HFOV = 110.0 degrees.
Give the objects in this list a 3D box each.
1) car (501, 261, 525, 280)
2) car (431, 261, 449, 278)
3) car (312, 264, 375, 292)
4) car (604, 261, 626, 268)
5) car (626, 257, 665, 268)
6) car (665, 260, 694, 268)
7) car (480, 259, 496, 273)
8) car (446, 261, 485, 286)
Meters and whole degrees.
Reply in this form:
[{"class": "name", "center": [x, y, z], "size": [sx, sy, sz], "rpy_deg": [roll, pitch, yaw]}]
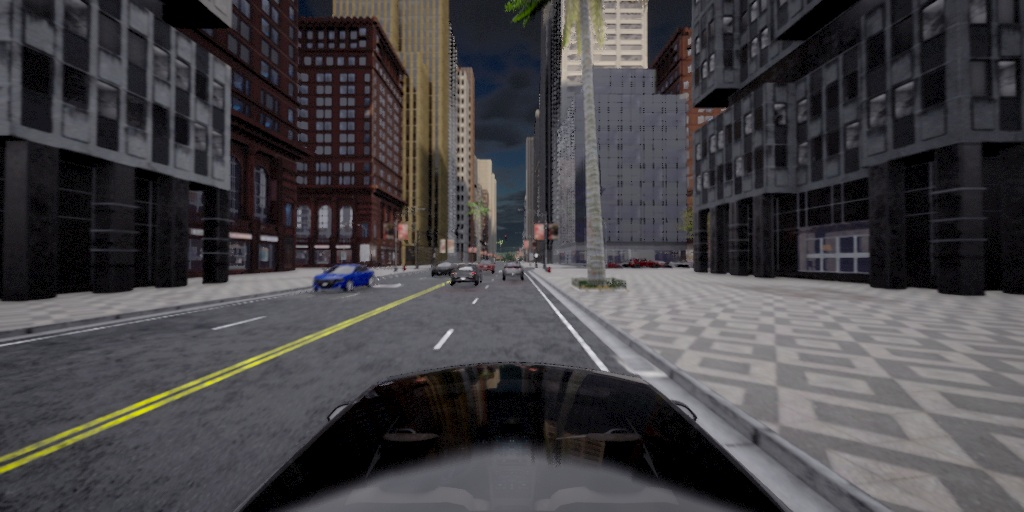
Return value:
[{"class": "car", "center": [0.096, 1.282, 31.443], "size": [2.128, 1.511, 4.902], "rpy_deg": [0, 0, 0]}, {"class": "car", "center": [-6.589, 1.285, 35.140], "size": [1.882, 1.535, 5.008], "rpy_deg": [0, 0, 0]}, {"class": "car", "center": [-9.853, 1.237, 21.370], "size": [1.882, 1.535, 5.008], "rpy_deg": [0, 0, 0]}, {"class": "car", "center": [15.310, 1.439, 57.037], "size": [4.207, 1.307, 1.802], "rpy_deg": [0, 0, -1]}, {"class": "car", "center": [20.948, 1.153, 57.126], "size": [5.009, 1.841, 2.192], "rpy_deg": [0, 0, -1]}, {"class": "car", "center": [26.585, 1.389, 57.213], "size": [4.313, 1.339, 1.948], "rpy_deg": [0, 0, -1]}, {"class": "car", "center": [-3.154, 1.212, 44.415], "size": [2.097, 1.767, 4.553], "rpy_deg": [0, 0, 0]}, {"class": "car", "center": [-3.154, 1.296, 25.411], "size": [1.812, 1.442, 4.674], "rpy_deg": [0, 0, 0]}]
